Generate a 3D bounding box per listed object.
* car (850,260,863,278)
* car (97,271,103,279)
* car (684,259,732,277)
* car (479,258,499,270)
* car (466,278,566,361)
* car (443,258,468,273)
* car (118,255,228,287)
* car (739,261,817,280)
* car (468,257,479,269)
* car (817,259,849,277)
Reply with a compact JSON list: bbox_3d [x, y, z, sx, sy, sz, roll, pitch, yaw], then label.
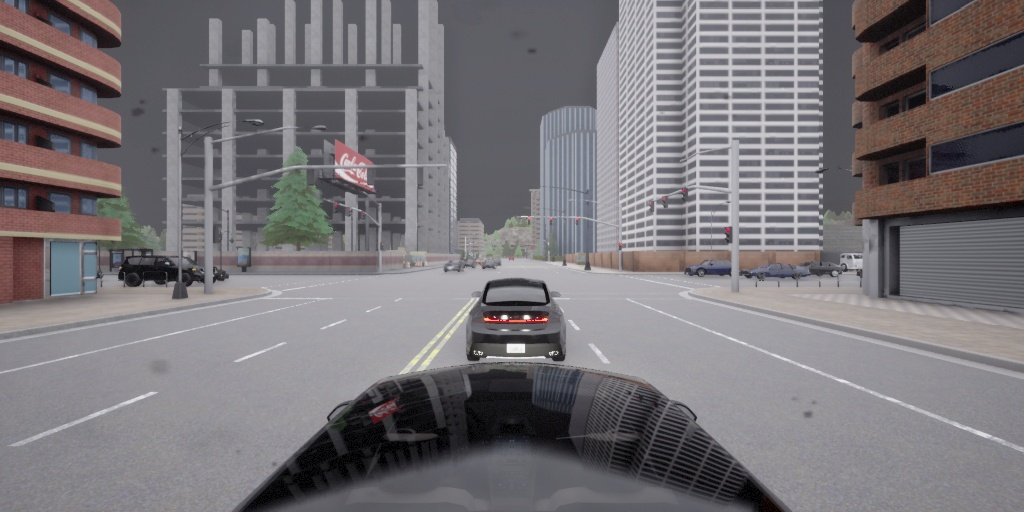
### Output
[{"bbox_3d":[32.715,1.314,31.206,4.181,1.385,1.994,0,0,0],"label":"car"},{"bbox_3d":[-34.879,1.297,27.483,5.357,1.411,2.033,0,0,0],"label":"car"},{"bbox_3d":[19.212,1.102,34.713,4.553,1.767,2.097,0,0,0],"label":"car"},{"bbox_3d":[-3.352,1.254,52.310,1.837,1.490,4.892,0,0,0],"label":"car"},{"bbox_3d":[0.093,1.255,8.247,1.837,1.490,4.892,0,0,1],"label":"car"},{"bbox_3d":[-6.902,1.241,42.748,2.128,1.511,4.902,0,0,0],"label":"car"},{"bbox_3d":[-22.815,0.972,23.988,5.566,2.045,2.150,0,0,0],"label":"car"},{"bbox_3d":[22.803,1.297,31.215,5.357,1.411,2.033,0,0,0],"label":"car"},{"bbox_3d":[-6.824,1.256,56.761,1.837,1.490,4.892,0,0,0],"label":"car"},{"bbox_3d":[29.062,1.255,34.709,4.892,1.490,1.837,0,0,0],"label":"car"}]
